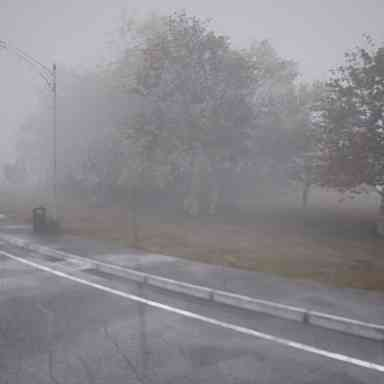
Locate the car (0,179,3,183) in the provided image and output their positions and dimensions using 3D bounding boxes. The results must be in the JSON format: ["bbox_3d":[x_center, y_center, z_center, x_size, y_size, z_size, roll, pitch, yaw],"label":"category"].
[{"bbox_3d":[-42.258,-2.277,69.768,2.033,1.411,5.357,0,3,-11],"label":"car"}]

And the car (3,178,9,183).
[{"bbox_3d":[-44.017,-2.806,79.919,1.895,1.301,4.718,0,3,-6],"label":"car"}]
